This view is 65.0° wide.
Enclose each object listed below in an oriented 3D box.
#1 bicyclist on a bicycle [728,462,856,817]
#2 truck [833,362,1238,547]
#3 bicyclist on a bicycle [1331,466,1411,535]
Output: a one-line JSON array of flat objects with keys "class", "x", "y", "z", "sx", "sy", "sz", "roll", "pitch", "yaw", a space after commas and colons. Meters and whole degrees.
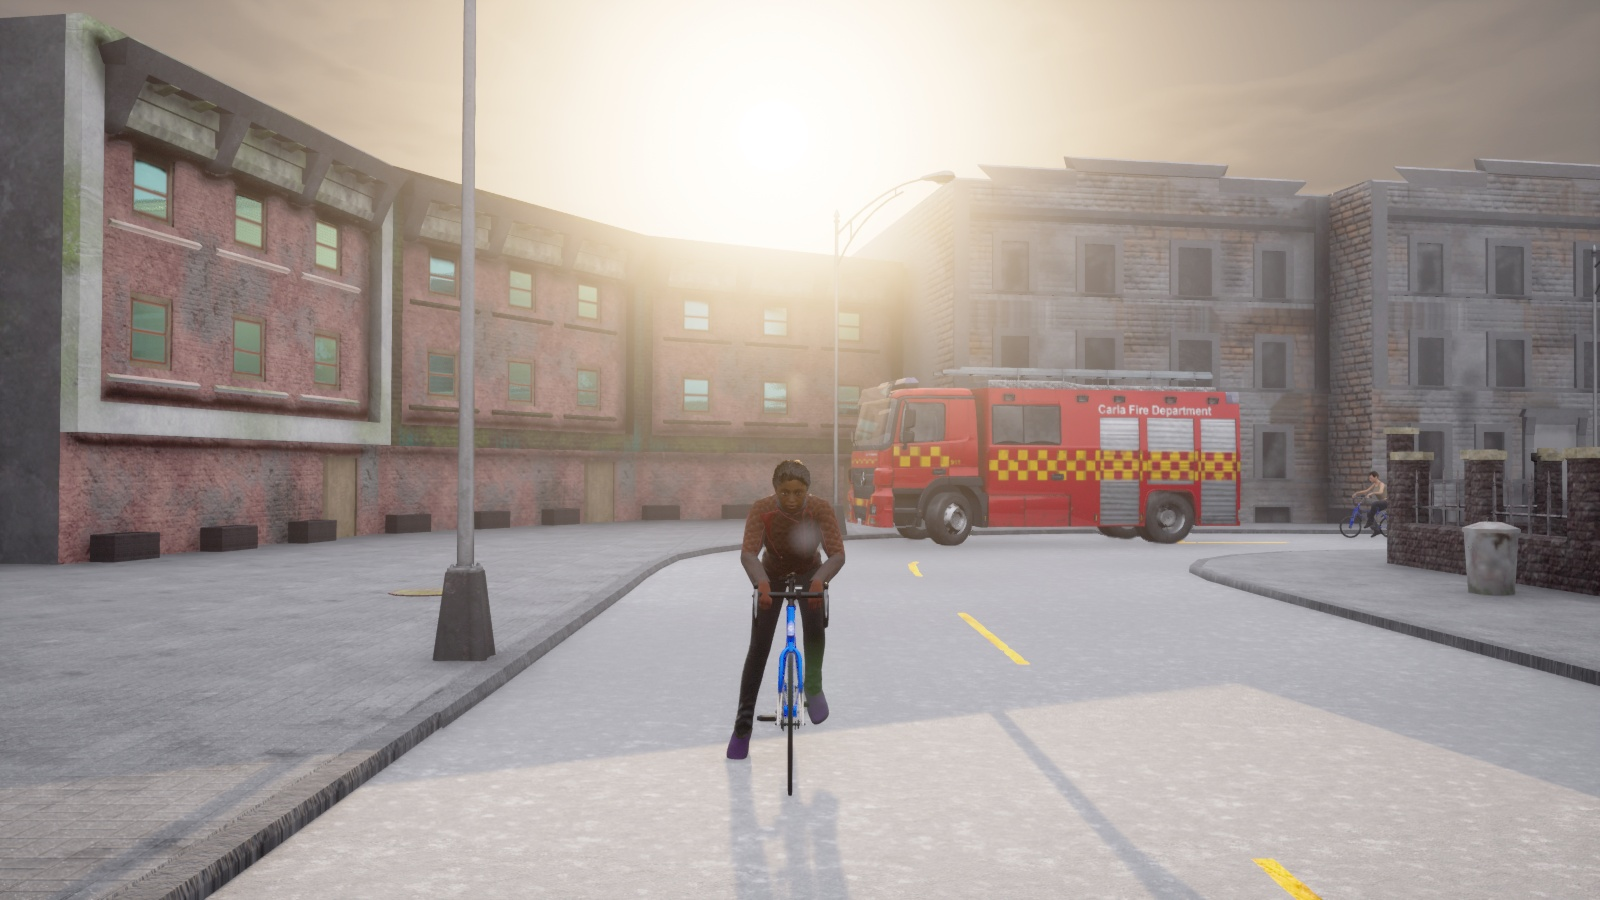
[{"class": "bicyclist on a bicycle", "x": -0.040, "y": 0.878, "z": 6.590, "sx": 0.582, "sy": 1.620, "sz": 1.656, "roll": 0, "pitch": -1, "yaw": 0}, {"class": "truck", "x": 5.201, "y": 0.098, "z": 28.240, "sx": 8.468, "sy": 3.827, "sz": 2.891, "roll": 0, "pitch": -1, "yaw": -11}, {"class": "bicyclist on a bicycle", "x": 13.710, "y": 1.202, "z": 30.165, "sx": 1.509, "sy": 1.612, "sz": 0.866, "roll": 0, "pitch": -1, "yaw": 0}]
